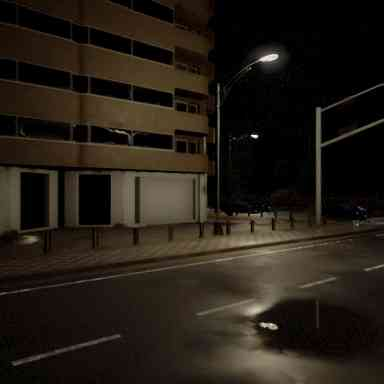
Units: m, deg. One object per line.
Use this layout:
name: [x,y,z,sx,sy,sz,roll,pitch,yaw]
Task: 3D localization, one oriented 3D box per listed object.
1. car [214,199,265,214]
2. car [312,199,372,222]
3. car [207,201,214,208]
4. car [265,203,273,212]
car: [5.227,1.630,37.348,2.033,1.411,5.357,0,0,-36]
car: [12.129,1.608,27.478,1.812,1.442,4.674,0,0,-31]
car: [1.387,1.687,48.653,1.895,1.301,4.718,0,0,-36]
car: [7.494,1.593,40.188,1.837,1.490,4.892,0,0,-36]
